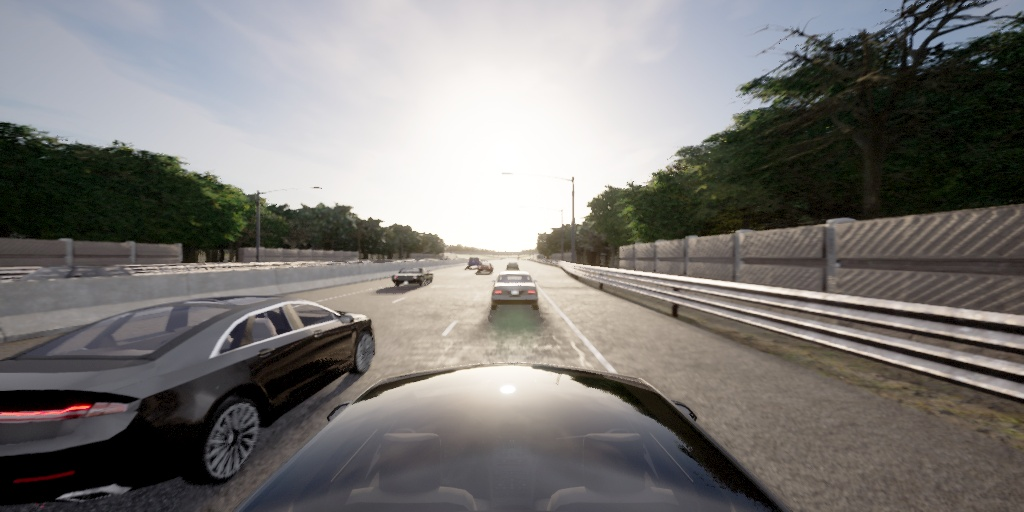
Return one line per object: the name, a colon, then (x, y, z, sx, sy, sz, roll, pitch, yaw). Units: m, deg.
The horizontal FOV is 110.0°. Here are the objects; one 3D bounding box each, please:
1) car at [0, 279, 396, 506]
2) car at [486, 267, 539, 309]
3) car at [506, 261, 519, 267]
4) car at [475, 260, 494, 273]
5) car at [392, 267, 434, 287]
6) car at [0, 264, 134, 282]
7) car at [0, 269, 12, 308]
car: (-3.399, 1.251, 4.621, 2.128, 1.511, 4.902, 0, 0, 0)
car: (0.100, 1.346, 15.128, 2.033, 1.411, 5.357, 0, 0, 0)
car: (0.097, 1.518, 57.238, 1.994, 1.385, 4.181, 0, 0, 0)
car: (-3.401, 1.513, 47.130, 1.895, 1.301, 4.718, 0, 0, 0)
car: (-6.900, 1.435, 25.535, 1.895, 1.301, 4.718, 0, 0, 0)
car: (-17.547, 1.145, 14.093, 2.097, 1.767, 4.553, 0, 0, 0)
car: (-21.063, 1.262, 11.916, 1.882, 1.535, 5.008, 0, -1, 0)
